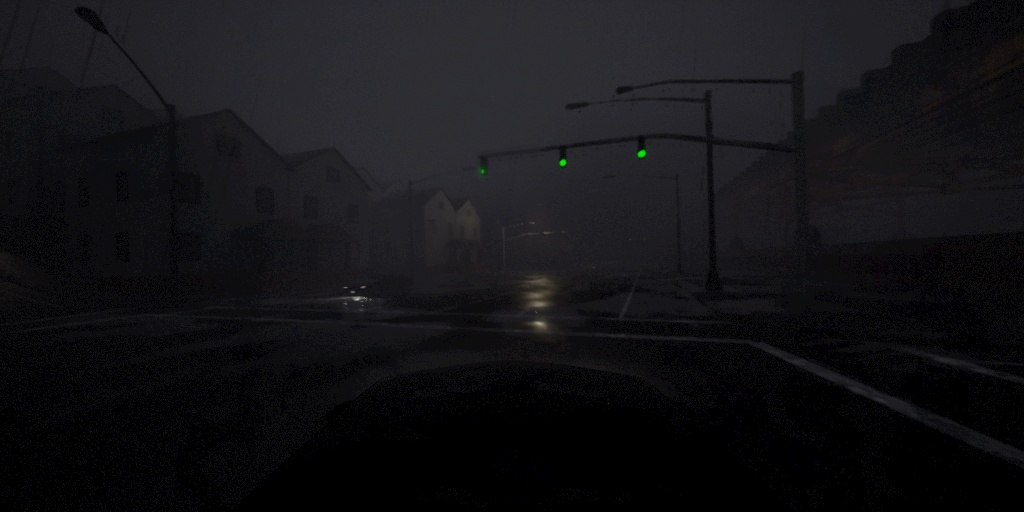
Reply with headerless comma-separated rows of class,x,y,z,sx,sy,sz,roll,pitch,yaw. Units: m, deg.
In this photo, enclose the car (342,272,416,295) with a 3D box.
car,-8.653,1.776,24.017,2.033,1.411,5.357,-2,0,20
